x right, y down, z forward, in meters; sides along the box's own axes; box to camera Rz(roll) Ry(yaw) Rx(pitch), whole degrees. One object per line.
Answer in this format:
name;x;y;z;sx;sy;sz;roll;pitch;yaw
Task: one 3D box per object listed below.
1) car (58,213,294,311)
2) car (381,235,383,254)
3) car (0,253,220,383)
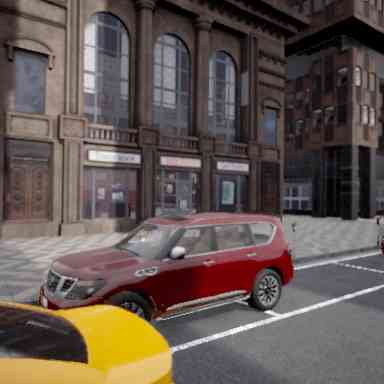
car;-0.153;1.377;6.459;5.009;1.841;2.192;1;0;-35
car;9.047;1.740;12.847;4.507;1.381;1.887;1;0;-35
car;-2.423;1.475;1.644;5.008;1.535;1.882;1;-1;-35
